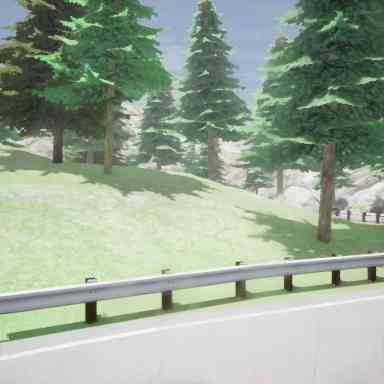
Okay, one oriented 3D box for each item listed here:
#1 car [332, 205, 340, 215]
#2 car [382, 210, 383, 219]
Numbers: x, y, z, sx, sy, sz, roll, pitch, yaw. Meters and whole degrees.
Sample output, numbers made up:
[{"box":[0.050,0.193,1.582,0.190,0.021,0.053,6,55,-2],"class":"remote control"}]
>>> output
[{"box":[12.640,1.579,33.076,1.994,1.385,4.181,0,0,-20],"class":"car"},{"box":[16.073,1.367,23.645,2.097,1.767,4.553,0,0,-20],"class":"car"}]
